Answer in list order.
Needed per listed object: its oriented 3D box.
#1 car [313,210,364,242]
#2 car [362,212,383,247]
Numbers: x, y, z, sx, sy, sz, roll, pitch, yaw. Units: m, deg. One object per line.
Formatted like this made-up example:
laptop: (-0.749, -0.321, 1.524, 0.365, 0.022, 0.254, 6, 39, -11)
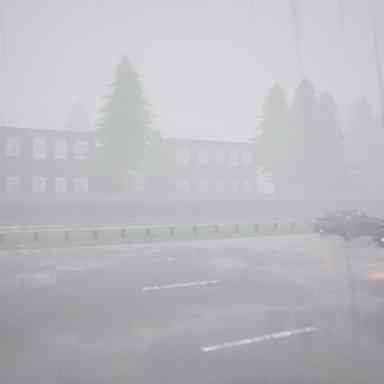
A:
car: (8.850, 1.752, 17.858, 4.902, 1.511, 2.128, 0, -1, -22)
car: (10.158, 1.714, 14.612, 4.892, 1.490, 1.837, 0, -1, -22)
